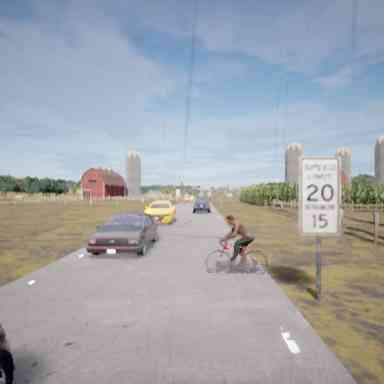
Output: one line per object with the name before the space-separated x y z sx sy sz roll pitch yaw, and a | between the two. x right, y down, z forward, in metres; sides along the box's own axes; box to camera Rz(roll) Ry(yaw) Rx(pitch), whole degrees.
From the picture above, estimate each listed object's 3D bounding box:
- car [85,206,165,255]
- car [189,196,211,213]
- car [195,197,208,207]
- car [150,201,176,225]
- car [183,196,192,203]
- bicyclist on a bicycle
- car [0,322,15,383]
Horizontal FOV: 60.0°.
car | -2.519 1.513 13.351 2.033 1.411 5.357 0 0 2
car | 1.063 1.469 35.996 2.033 1.411 5.357 0 0 2
car | 1.475 1.454 50.350 1.837 1.490 4.892 0 -1 2
car | -2.202 1.418 23.786 1.882 1.535 5.008 0 0 2
car | -0.744 1.517 70.501 1.882 1.535 5.008 0 0 2
bicyclist on a bicycle | 1.194 1.437 8.909 1.656 1.620 0.582 0 0 2
car | -2.846 1.558 1.723 1.994 1.385 4.181 0 0 1
